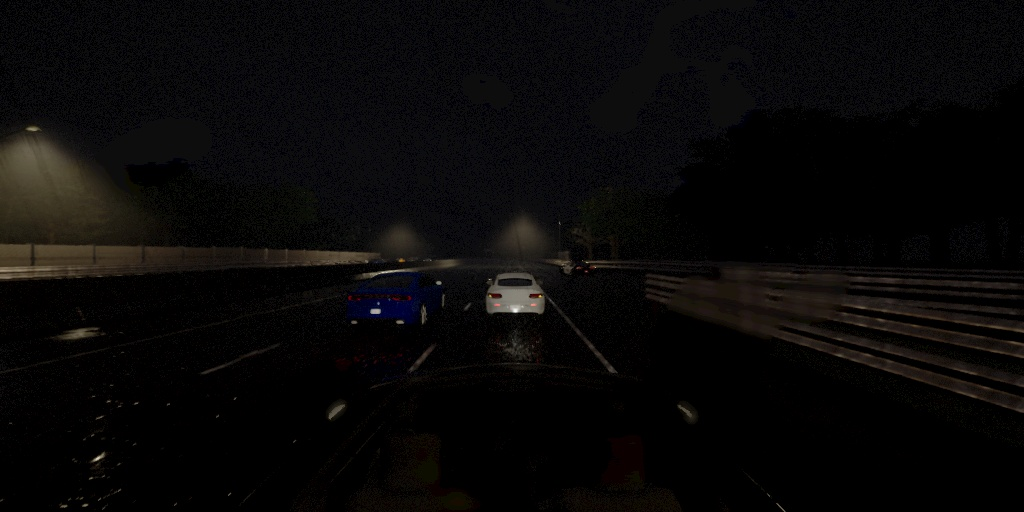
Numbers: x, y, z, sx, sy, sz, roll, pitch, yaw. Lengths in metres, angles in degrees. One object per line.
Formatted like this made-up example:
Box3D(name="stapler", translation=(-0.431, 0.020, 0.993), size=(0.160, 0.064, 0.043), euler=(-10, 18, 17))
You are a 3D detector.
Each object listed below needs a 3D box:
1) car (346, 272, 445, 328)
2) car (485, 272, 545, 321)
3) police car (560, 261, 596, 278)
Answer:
Box3D(name="car", translation=(-3.404, 1.233, 11.418), size=(1.882, 1.535, 5.008), euler=(0, 0, 0))
Box3D(name="car", translation=(0.096, 1.281, 12.391), size=(1.812, 1.442, 4.674), euler=(0, 0, 0))
Box3D(name="police car", translation=(6.163, 1.252, 34.620), size=(2.038, 1.542, 4.974), euler=(-2, 0, -12))
